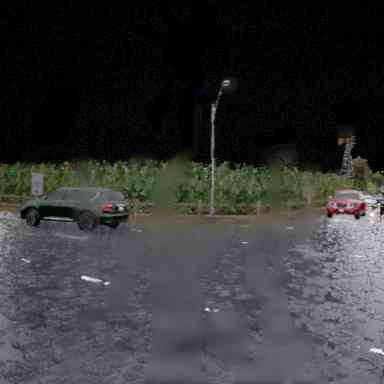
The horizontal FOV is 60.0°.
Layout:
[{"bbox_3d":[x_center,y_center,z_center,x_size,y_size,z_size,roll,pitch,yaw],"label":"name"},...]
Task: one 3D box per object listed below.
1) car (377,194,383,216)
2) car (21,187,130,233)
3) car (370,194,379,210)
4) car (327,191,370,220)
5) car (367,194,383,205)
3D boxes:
[{"bbox_3d":[17.245,1.193,28.339,1.882,1.535,5.008,1,1,33],"label":"car"},{"bbox_3d":[-5.754,0.769,16.439,5.566,2.045,2.150,2,1,22],"label":"car"},{"bbox_3d":[19.318,1.122,36.821,1.812,1.442,4.674,1,1,33],"label":"car"},{"bbox_3d":[12.048,0.919,25.710,2.150,2.045,5.566,1,1,33],"label":"car"},{"bbox_3d":[27.014,1.039,48.540,2.033,1.411,5.357,1,1,34],"label":"car"}]
